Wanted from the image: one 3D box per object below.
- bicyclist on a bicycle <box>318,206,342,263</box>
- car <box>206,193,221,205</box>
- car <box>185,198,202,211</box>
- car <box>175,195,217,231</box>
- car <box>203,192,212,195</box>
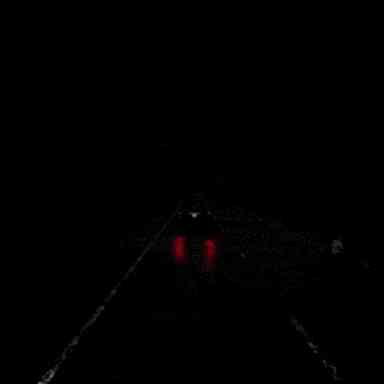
[{"bbox_3d":[4.485,1.331,10.880,0.659,1.776,1.843,0,0,0],"label":"bicyclist on a bicycle"},{"bbox_3d":[3.691,1.373,54.564,1.994,1.385,4.181,0,0,0],"label":"car"},{"bbox_3d":[0.164,1.462,39.496,1.895,1.301,4.718,0,0,0],"label":"car"},{"bbox_3d":[0.133,1.281,19.973,2.097,1.767,4.553,0,0,0],"label":"car"},{"bbox_3d":[3.624,0.970,73.573,2.150,2.045,5.566,0,0,0],"label":"car"}]
